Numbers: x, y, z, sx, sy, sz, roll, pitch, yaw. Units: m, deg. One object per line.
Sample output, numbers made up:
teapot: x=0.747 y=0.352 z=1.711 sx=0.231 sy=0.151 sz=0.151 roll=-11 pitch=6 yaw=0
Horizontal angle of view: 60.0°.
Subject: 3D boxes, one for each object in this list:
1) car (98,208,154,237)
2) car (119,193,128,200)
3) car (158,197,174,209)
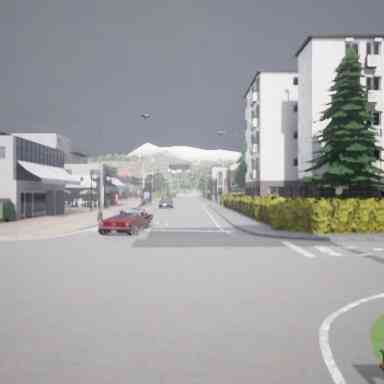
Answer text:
car: x=-3.747 y=1.664 z=19.609 sx=1.895 sy=1.301 sz=4.718 roll=1 pitch=3 yaw=9
car: x=-18.992 y=1.504 z=91.692 sx=2.007 sy=1.523 sz=4.514 roll=0 pitch=0 yaw=0
car: x=-3.534 y=1.495 z=45.505 sx=2.128 sy=1.511 sz=4.902 roll=0 pitch=0 yaw=0
